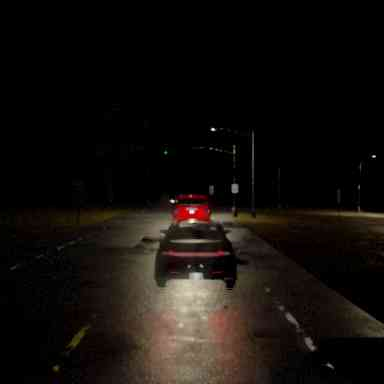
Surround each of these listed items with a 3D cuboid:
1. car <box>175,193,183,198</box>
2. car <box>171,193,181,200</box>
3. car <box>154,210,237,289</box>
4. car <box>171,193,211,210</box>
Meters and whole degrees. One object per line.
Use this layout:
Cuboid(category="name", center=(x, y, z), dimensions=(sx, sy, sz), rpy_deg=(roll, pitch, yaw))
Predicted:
Cuboid(category="car", center=(-3.514, 0.890, 89.047), dimensions=(1.994, 1.385, 4.181), rpy_deg=(0, 0, 0))
Cuboid(category="car", center=(-3.511, 0.990, 73.549), dimensions=(2.128, 1.511, 4.902), rpy_deg=(0, 0, 0))
Cuboid(category="car", center=(0.094, 1.482, 9.161), dimensions=(2.128, 1.511, 4.902), rpy_deg=(0, 0, 0))
Cuboid(category="car", center=(-0.003, 1.163, 20.686), dimensions=(2.150, 2.045, 5.566), rpy_deg=(0, 0, 0))
